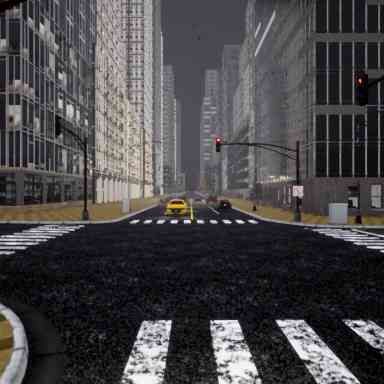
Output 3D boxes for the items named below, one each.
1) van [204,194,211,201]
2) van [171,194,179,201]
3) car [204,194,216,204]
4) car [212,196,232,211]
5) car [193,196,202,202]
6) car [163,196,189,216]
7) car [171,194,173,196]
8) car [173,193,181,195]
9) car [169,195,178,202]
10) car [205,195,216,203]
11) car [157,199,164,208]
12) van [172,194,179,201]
[{"bbox_3d":[3.743,1.320,80.515,1.690,1.788,3.998,0,0,0],"label":"van"},{"bbox_3d":[-4.137,1.320,80.484,1.690,1.788,3.998,0,0,0],"label":"van"},{"bbox_3d":[3.807,1.312,63.931,2.192,1.841,5.009,0,0,0],"label":"car"},{"bbox_3d":[3.942,1.579,41.823,1.947,1.339,4.313,0,0,0],"label":"car"},{"bbox_3d":[1.219,1.528,72.936,2.033,1.411,5.357,0,0,0],"label":"car"},{"bbox_3d":[-1.487,1.494,33.325,1.882,1.535,5.008,0,0,0],"label":"car"},{"bbox_3d":[-4.073,1.563,63.901,1.947,1.339,4.313,0,0,0],"label":"car"},{"bbox_3d":[-1.555,1.359,53.395,2.097,1.767,4.553,0,0,0],"label":"car"},{"bbox_3d":[-4.116,1.426,74.957,1.967,1.590,4.097,0,0,0],"label":"car"},{"bbox_3d":[3.786,1.432,69.460,1.967,1.590,4.097,0,0,0],"label":"car"},{"bbox_3d":[-4.009,1.592,47.319,1.802,1.307,4.206,0,0,0],"label":"car"},{"bbox_3d":[-4.158,1.314,86.012,1.690,1.788,3.998,0,0,0],"label":"van"}]
